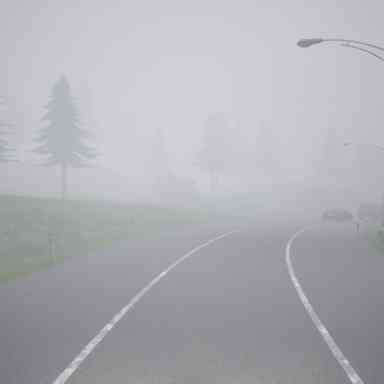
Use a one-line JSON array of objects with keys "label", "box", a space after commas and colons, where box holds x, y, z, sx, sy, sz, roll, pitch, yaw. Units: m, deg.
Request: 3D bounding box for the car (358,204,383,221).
[{"label": "car", "box": [23.278, 2.590, 42.208, 5.566, 2.045, 2.150, 4, 0, -35]}]

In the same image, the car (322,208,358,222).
[{"label": "car", "box": [15.770, 2.405, 35.868, 4.181, 1.385, 1.994, 4, -1, -44]}]
